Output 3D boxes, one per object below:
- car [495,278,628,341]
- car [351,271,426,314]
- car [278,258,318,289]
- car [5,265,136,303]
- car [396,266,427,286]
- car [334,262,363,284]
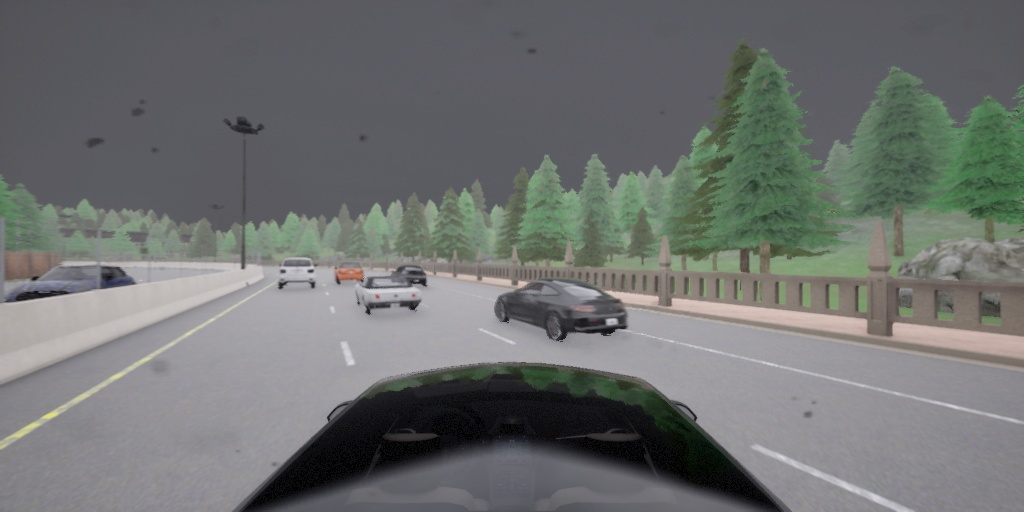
[{"bbox_3d":[1.180,1.356,10.221,1.812,1.442,4.674,0,-1,-29],"label":"car"},{"bbox_3d":[-5.134,1.450,14.458,1.895,1.301,4.718,0,-1,-29],"label":"car"},{"bbox_3d":[-15.167,1.142,25.487,2.150,2.045,5.566,0,0,-29],"label":"car"},{"bbox_3d":[-17.284,1.162,14.359,2.097,1.767,4.553,0,-1,-29],"label":"car"},{"bbox_3d":[-7.574,1.452,26.194,1.837,1.490,4.892,0,-1,-29],"label":"car"},{"bbox_3d":[-13.727,1.315,30.131,2.097,1.767,4.553,0,-1,-29],"label":"car"}]
